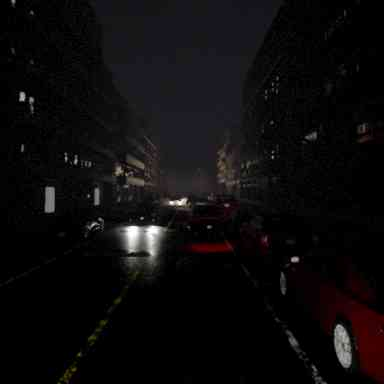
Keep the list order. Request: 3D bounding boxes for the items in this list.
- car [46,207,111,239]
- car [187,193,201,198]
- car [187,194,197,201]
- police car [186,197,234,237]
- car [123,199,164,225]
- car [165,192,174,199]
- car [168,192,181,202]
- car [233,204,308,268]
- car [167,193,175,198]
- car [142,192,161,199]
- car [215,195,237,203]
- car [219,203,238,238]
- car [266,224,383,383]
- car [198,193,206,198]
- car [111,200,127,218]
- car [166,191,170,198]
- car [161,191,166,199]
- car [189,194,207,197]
[{"bbox_3d":[-5.687,1.457,16.660,1.947,1.339,4.313,0,0,0],"label":"car"},{"bbox_3d":[0.008,1.195,52.700,2.033,1.411,5.357,0,0,0],"label":"car"},{"bbox_3d":[0.011,1.070,67.699,1.812,1.442,4.674,0,0,0],"label":"car"},{"bbox_3d":[0.757,1.312,17.258,1.930,1.638,5.238,0,0,0],"label":"police car"},{"bbox_3d":[-3.097,1.416,22.508,1.994,1.385,4.181,0,0,0],"label":"car"},{"bbox_3d":[-5.675,0.870,84.295,1.967,1.590,4.097,0,0,0],"label":"car"},{"bbox_3d":[-3.016,1.178,63.101,1.895,1.301,4.718,0,0,1],"label":"car"},{"bbox_3d":[2.693,1.368,11.019,1.967,1.590,4.097,0,0,0],"label":"car"},{"bbox_3d":[-5.674,0.935,89.933,1.887,1.381,4.507,0,0,0],"label":"car"},{"bbox_3d":[-5.682,1.142,44.842,1.967,1.590,4.097,0,0,0],"label":"car"},{"bbox_3d":[2.697,1.131,27.926,2.192,1.841,5.009,0,0,0],"label":"car"},{"bbox_3d":[2.694,1.442,16.655,2.008,1.369,4.403,0,0,0],"label":"car"},{"bbox_3d":[2.692,1.509,5.383,1.887,1.381,4.507,0,0,0],"label":"car"},{"bbox_3d":[2.706,0.934,89.927,1.887,1.381,4.507,0,0,0],"label":"car"},{"bbox_3d":[-5.685,1.343,27.762,1.752,1.417,4.829,0,0,0],"label":"car"},{"bbox_3d":[-5.675,0.784,78.658,2.192,1.841,5.009,0,0,0],"label":"car"},{"bbox_3d":[-5.680,0.978,50.477,2.192,1.841,5.009,0,0,0],"label":"car"},{"bbox_3d":[0.905,1.259,33.151,1.882,1.535,5.008,0,0,0],"label":"car"}]
